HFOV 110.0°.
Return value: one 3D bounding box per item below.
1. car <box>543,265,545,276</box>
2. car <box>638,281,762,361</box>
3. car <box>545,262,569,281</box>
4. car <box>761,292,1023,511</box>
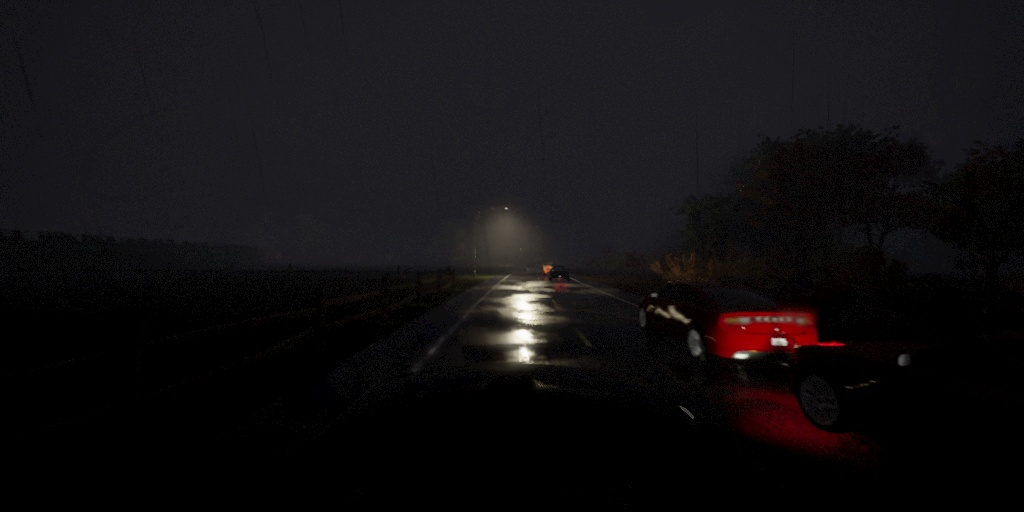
[{"bbox_3d":[4.974,1.548,45.422,2.097,1.767,4.553,1,-1,4],"label":"car"},{"bbox_3d":[4.613,1.341,8.619,1.882,1.535,5.008,1,-1,1],"label":"car"},{"bbox_3d":[4.466,1.602,34.685,1.837,1.490,4.892,1,-1,3],"label":"car"},{"bbox_3d":[4.532,1.285,2.639,1.882,1.535,5.008,1,-1,1],"label":"car"}]
